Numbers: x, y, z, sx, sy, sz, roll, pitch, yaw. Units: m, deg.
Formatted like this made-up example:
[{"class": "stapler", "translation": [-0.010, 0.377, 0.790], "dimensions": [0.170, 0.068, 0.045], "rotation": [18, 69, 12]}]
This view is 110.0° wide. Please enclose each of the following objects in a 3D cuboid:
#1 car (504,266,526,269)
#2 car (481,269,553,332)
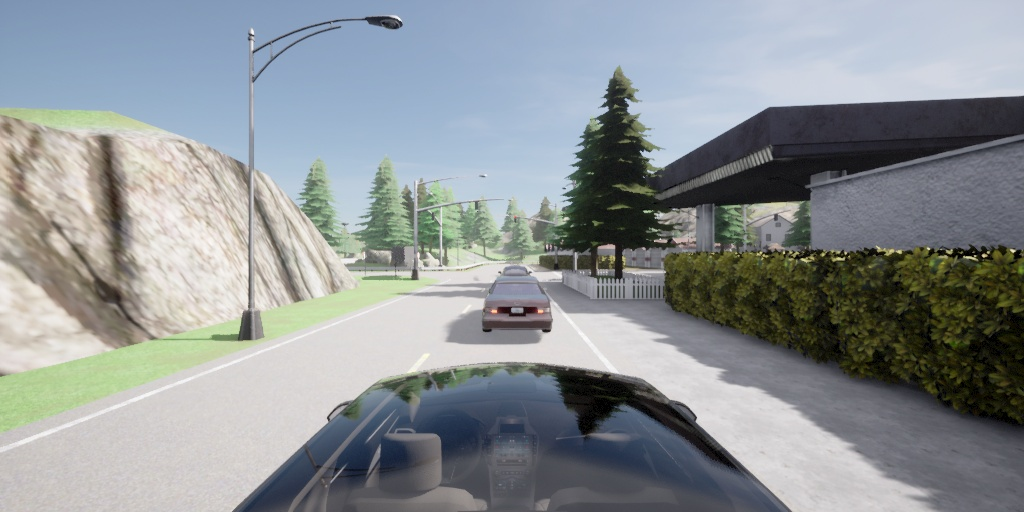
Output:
[{"class": "car", "translation": [0.181, 1.275, 20.358], "dimensions": [1.812, 1.442, 4.674], "rotation": [0, 0, 0]}, {"class": "car", "translation": [0.136, 1.297, 10.772], "dimensions": [2.033, 1.411, 5.357], "rotation": [0, 0, 0]}]
